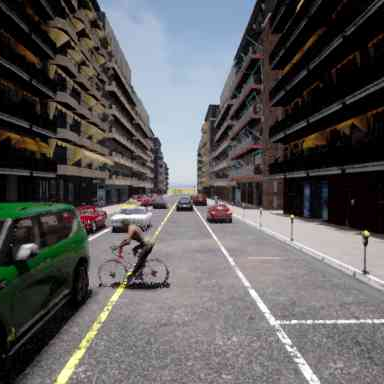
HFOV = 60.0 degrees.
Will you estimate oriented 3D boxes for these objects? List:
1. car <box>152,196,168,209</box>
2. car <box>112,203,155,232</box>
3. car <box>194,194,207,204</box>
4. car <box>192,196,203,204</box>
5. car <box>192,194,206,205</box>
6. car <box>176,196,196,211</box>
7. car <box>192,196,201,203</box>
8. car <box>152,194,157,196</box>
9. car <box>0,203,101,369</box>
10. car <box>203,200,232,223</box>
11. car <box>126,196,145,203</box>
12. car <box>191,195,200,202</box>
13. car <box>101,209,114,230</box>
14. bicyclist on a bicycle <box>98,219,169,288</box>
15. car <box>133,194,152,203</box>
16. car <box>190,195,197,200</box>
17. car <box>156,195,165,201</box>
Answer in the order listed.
[{"bbox_3d":[-4.150,1.568,43.396,1.895,1.301,4.718,0,0,-1],"label":"car"},{"bbox_3d":[-3.557,1.589,20.094,1.895,1.301,4.718,0,0,-1],"label":"car"},{"bbox_3d":[1.332,1.272,53.630,2.192,1.841,5.009,-1,0,-1],"label":"car"},{"bbox_3d":[1.051,1.508,64.957,1.947,1.339,4.313,-1,0,-1],"label":"car"},{"bbox_3d":[1.190,1.265,59.294,2.192,1.841,5.009,-1,0,-1],"label":"car"},{"bbox_3d":[-0.861,1.535,39.810,1.994,1.385,4.181,0,0,-1],"label":"car"},{"bbox_3d":[0.908,1.479,70.620,1.887,1.381,4.507,-1,0,-1],"label":"car"},{"bbox_3d":[-7.007,1.501,53.362,1.887,1.381,4.507,-1,0,-1],"label":"car"},{"bbox_3d":[-3.183,1.221,4.963,2.150,2.045,5.566,0,0,-1],"label":"car"},{"bbox_3d":[2.051,1.565,25.319,1.802,1.307,4.206,-1,0,-1],"label":"car"},{"bbox_3d":[-6.575,1.499,36.202,1.752,1.417,4.829,-1,0,-1],"label":"car"},{"bbox_3d":[0.771,1.491,76.282,1.947,1.339,4.313,-1,0,-1],"label":"car"},{"bbox_3d":[-6.149,1.533,19.385,1.887,1.381,4.507,-1,0,-1],"label":"car"},{"bbox_3d":[-1.375,1.449,7.774,1.656,1.620,0.582,-1,0,-1],"label":"bicyclist on a bicycle"},{"bbox_3d":[-6.725,1.284,42.035,2.192,1.841,5.009,-1,0,-1],"label":"car"},{"bbox_3d":[0.372,1.462,93.271,1.947,1.339,4.313,-1,0,-1],"label":"car"},{"bbox_3d":[-7.720,1.481,81.677,1.947,1.339,4.313,-1,0,-1],"label":"car"}]
